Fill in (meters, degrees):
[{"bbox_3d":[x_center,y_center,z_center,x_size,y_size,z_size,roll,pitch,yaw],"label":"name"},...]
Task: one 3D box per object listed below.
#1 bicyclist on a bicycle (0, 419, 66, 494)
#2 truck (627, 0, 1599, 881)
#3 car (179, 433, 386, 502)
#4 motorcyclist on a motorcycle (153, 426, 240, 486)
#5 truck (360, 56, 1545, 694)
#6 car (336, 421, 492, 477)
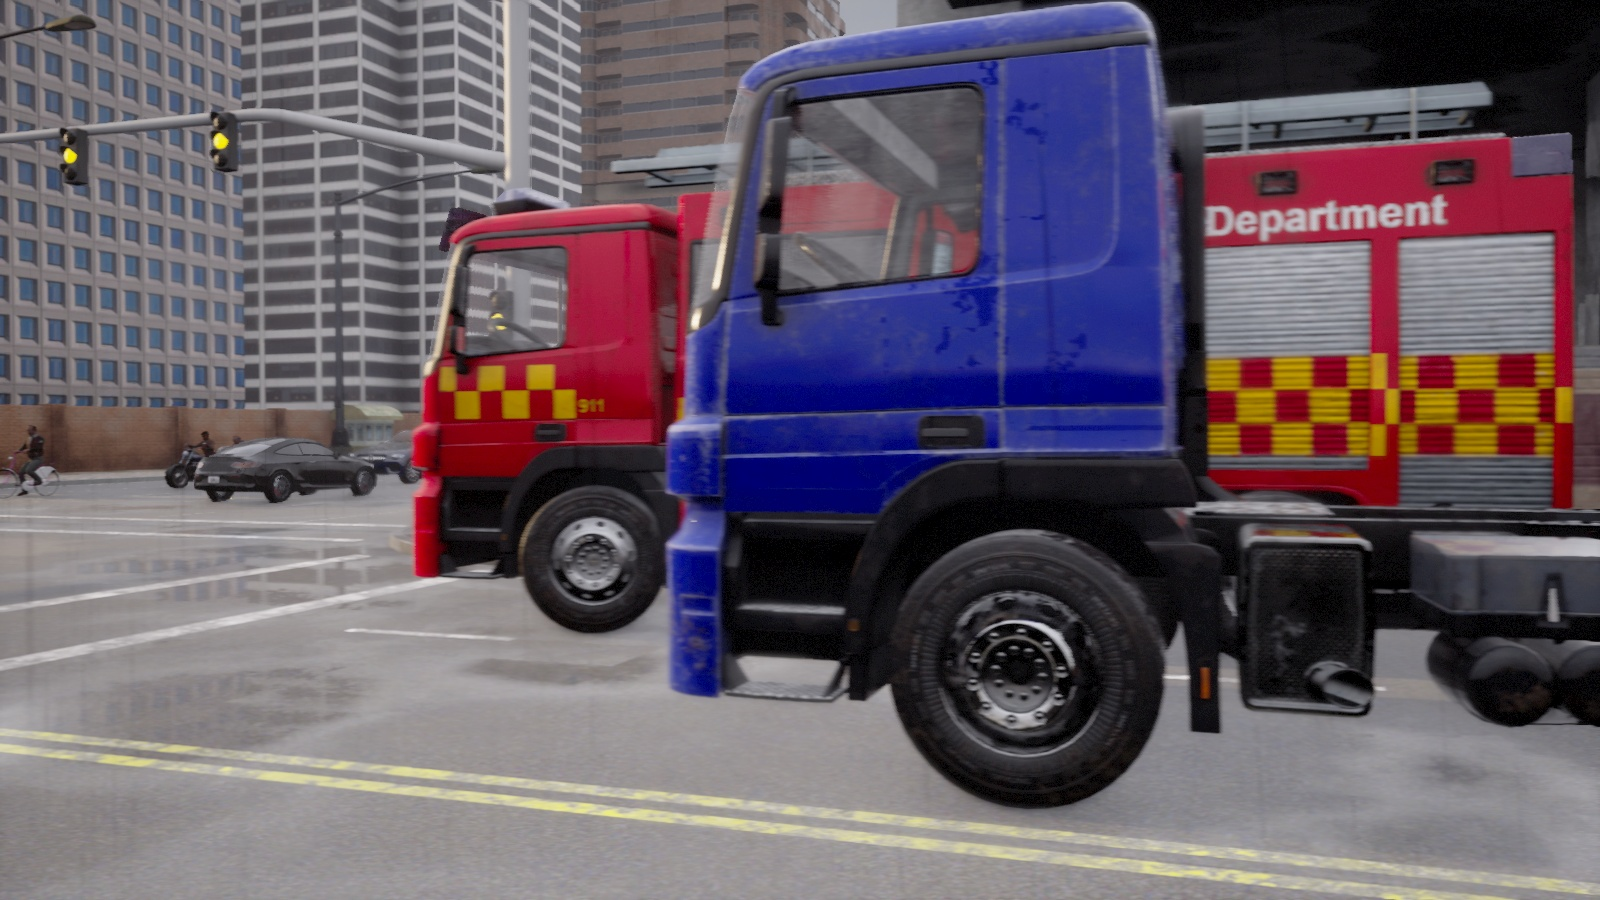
[{"bbox_3d":[-18.870,0.138,30.459,0.659,1.776,1.843,1,1,19],"label":"bicyclist on a bicycle"},{"bbox_3d":[3.453,-0.234,5.706,7.936,3.462,2.891,1,1,19],"label":"truck"},{"bbox_3d":[-11.894,0.339,29.226,1.812,1.442,4.674,1,1,19],"label":"car"},{"bbox_3d":[-17.086,0.142,35.624,0.766,1.649,2.350,1,1,19],"label":"motorcyclist on a motorcycle"},{"bbox_3d":[0.894,-0.499,10.256,8.468,3.827,2.891,1,1,19],"label":"truck"},{"bbox_3d":[-12.020,-0.073,39.527,2.152,1.651,5.027,1,1,19],"label":"car"}]
